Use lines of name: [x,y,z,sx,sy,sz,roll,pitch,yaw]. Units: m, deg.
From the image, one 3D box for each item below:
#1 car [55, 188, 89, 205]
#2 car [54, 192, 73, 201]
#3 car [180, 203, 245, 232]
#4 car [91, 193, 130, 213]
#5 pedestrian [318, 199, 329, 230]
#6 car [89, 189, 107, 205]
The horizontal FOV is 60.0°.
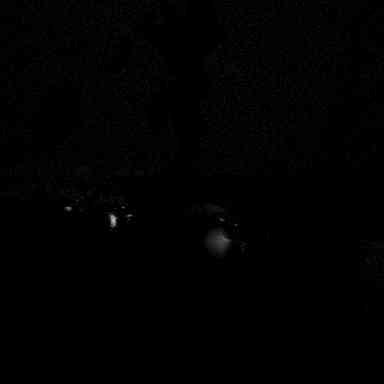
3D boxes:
car: [-15.469,0.593,42.556,2.150,2.045,5.566,1,0,-35]
car: [-21.806,0.775,56.382,1.895,1.301,4.718,1,0,-36]
car: [1.023,1.402,19.402,1.812,1.442,4.674,1,0,-34]
car: [-7.492,1.120,31.363,1.837,1.490,4.892,1,0,-36]
pedestrian: [7.898,1.349,20.143,0.375,1.860,0.375,3,-2,-36]
car: [-12.936,0.650,44.015,2.150,2.045,5.566,1,-1,-35]
